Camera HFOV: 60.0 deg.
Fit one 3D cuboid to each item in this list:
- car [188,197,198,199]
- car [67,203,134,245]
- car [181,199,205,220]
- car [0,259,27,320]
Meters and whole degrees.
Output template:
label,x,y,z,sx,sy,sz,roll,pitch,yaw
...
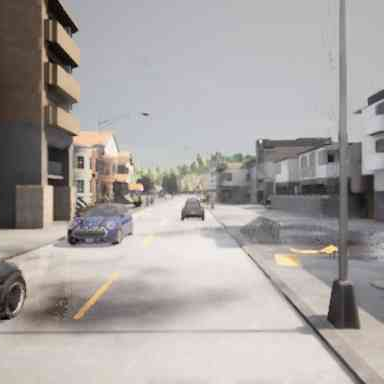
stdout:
label,x,y,z,sx,sy,sz,roll,pitch,yaw
car,0.085,1.461,43.975,1.882,1.535,5.008,0,0,0
car,-4.086,1.346,15.505,2.097,1.767,4.553,0,0,0
car,0.088,1.554,27.809,1.994,1.385,4.181,0,0,0
car,-4.099,1.564,4.562,1.994,1.385,4.181,0,0,0
